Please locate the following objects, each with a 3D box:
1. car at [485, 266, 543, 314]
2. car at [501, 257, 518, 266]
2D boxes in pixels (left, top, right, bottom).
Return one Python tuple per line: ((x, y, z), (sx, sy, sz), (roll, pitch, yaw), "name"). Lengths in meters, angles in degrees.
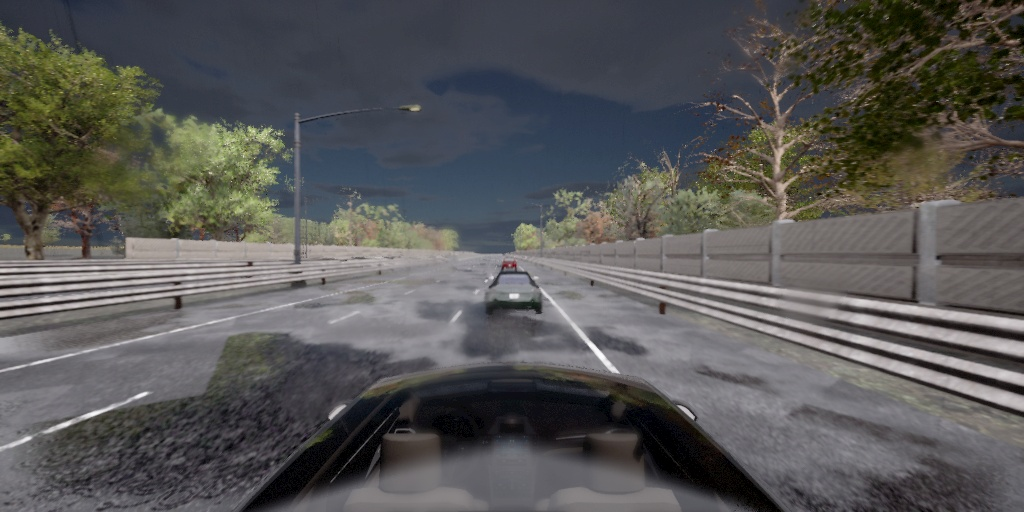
((0.065, 1.236, 13.447), (1.994, 1.385, 4.181), (0, 0, 0), "car")
((-0.316, 0.924, 45.247), (1.882, 1.535, 5.008), (0, 0, -1), "car")
